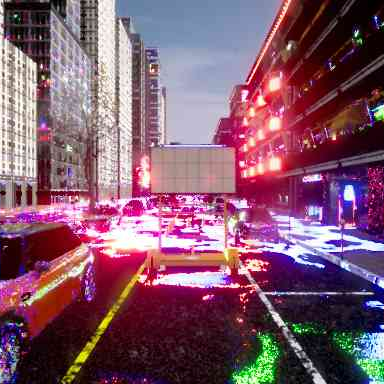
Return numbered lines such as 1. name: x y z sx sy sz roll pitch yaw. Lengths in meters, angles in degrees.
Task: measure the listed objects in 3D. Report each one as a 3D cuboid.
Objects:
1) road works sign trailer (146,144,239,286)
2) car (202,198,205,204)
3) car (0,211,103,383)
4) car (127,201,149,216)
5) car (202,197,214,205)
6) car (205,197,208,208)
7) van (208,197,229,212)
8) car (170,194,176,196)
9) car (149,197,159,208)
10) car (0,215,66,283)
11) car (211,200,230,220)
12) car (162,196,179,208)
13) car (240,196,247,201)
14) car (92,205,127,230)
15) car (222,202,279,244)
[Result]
1. road works sign trailer: 0.024 0.465 9.385 2.380 3.560 2.880 0 0 0
2. car: 2.816 1.579 48.904 2.008 1.369 4.403 0 0 0
3. car: -3.086 1.352 5.112 2.097 1.767 4.553 0 0 0
4. car: -5.607 1.596 32.329 1.802 1.307 4.206 0 0 0
5. car: 2.844 1.591 59.970 2.008 1.369 4.403 0 0 0
6. car: 2.787 1.458 37.839 1.967 1.590 4.097 0 0 0
7. van: 2.773 1.355 32.306 1.690 1.788 3.998 0 0 0
8. car: -5.453 1.410 92.380 2.192 1.841 5.009 0 0 0
9. car: -5.565 1.553 48.756 1.752 1.417 4.829 0 0 0
10. car: -5.664 1.546 10.197 1.887 1.381 4.507 0 0 0
11. car: 2.759 1.592 26.774 1.802 1.307 4.206 0 0 0
12. car: -2.876 1.591 47.714 1.994 1.385 4.181 0 0 0
13. car: 13.631 1.410 79.348 4.403 1.369 2.008 -1 1 0
14. car: -5.636 1.531 21.093 1.752 1.417 4.829 0 0 0
15. car: 2.730 1.443 15.708 1.967 1.590 4.097 0 0 0
